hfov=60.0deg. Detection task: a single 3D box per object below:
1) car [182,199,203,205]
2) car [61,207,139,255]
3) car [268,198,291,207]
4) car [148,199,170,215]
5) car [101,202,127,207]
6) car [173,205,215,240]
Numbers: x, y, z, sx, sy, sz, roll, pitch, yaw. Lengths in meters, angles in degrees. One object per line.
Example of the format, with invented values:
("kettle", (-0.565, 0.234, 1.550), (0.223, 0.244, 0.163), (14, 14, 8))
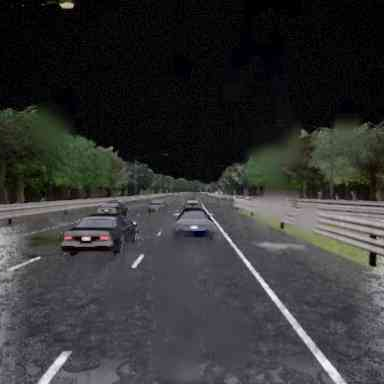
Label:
("car", (0.097, 1.508, 34.660), (1.837, 1.490, 4.892), (0, 0, 0))
("car", (-3.393, 1.543, 13.216), (2.033, 1.411, 5.357), (0, 0, 0))
("car", (11.322, 1.564, 44.233), (1.882, 1.535, 5.008), (0, 0, -13))
("car", (-3.404, 1.495, 34.520), (2.128, 1.511, 4.902), (0, 0, 0))
("car", (-6.907, 1.550, 29.287), (2.033, 1.411, 5.357), (0, 0, 0))
("car", (0.097, 1.565, 17.033), (1.994, 1.385, 4.181), (0, 0, 0))
